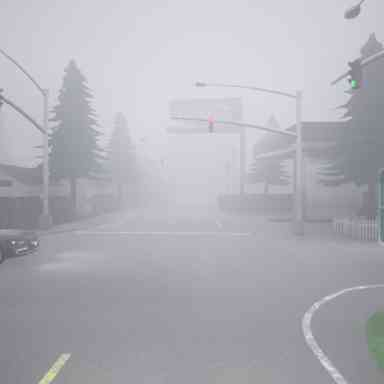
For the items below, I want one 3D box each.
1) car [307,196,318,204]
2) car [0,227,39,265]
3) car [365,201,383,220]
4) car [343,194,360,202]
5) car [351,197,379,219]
[{"bbox_3d":[22.751,1.540,63.919,1.970,1.475,3.806,0,0,0],"label":"car"},{"bbox_3d":[-7.700,1.629,10.961,4.892,1.490,1.837,-3,1,-6],"label":"car"},{"bbox_3d":[18.813,1.666,30.537,4.611,1.667,2.242,0,0,0],"label":"car"},{"bbox_3d":[35.185,1.475,71.662,2.007,1.523,4.514,0,0,0],"label":"car"},{"bbox_3d":[14.464,1.500,24.884,3.866,1.878,1.905,0,0,0],"label":"car"}]
